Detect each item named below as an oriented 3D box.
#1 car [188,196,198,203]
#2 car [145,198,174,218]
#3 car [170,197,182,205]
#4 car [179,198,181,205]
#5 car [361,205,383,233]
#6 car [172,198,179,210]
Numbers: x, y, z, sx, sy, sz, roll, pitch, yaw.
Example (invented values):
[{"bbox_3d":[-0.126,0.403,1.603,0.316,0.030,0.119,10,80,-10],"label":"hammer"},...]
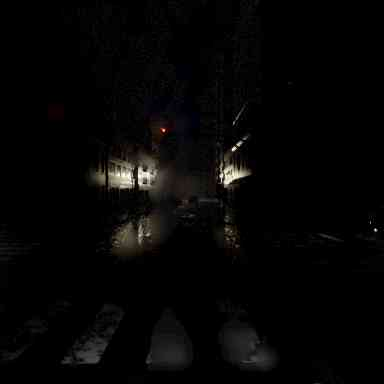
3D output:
[{"bbox_3d":[0.215,1.546,71.124,1.882,1.535,5.008,0,0,0],"label":"car"},{"bbox_3d":[-3.034,1.570,30.424,1.994,1.385,4.181,0,0,0],"label":"car"},{"bbox_3d":[-2.883,1.646,59.667,1.895,1.301,4.718,0,0,0],"label":"car"},{"bbox_3d":[-2.956,1.592,49.705,1.994,1.385,4.181,0,0,0],"label":"car"},{"bbox_3d":[11.351,1.383,15.760,5.357,1.411,2.033,-1,0,0],"label":"car"},{"bbox_3d":[-3.010,1.562,39.751,2.033,1.411,5.357,0,0,1],"label":"car"}]
